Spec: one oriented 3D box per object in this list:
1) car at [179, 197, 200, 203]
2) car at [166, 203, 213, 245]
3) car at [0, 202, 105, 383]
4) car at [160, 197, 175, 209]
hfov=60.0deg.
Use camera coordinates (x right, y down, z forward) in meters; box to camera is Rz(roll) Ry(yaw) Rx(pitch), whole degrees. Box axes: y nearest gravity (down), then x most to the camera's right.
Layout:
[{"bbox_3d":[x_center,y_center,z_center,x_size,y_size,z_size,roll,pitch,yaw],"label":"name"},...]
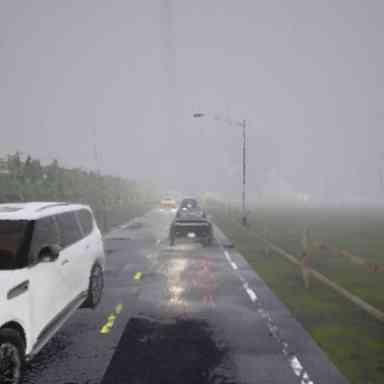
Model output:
[{"bbox_3d":[-0.262,1.375,33.441,2.097,1.767,4.553,0,0,-1],"label":"car"},{"bbox_3d":[-0.051,1.500,15.619,2.128,1.511,4.902,0,0,-1],"label":"car"},{"bbox_3d":[-2.877,1.214,4.919,2.150,2.045,5.566,0,0,-1],"label":"car"},{"bbox_3d":[-3.351,1.505,46.809,1.882,1.535,5.008,0,0,0],"label":"car"}]
